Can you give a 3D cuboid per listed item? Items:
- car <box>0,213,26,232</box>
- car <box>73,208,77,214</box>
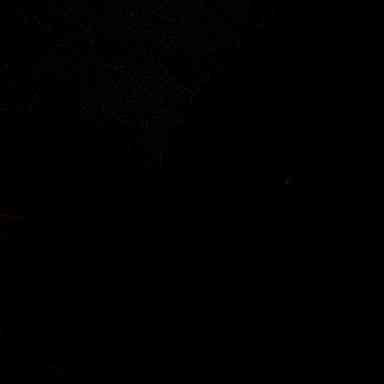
[{"bbox_3d":[-11.857,1.588,18.533,1.882,1.535,5.008,0,0,32],"label":"car"},{"bbox_3d":[-9.855,1.696,35.032,2.033,1.411,5.357,0,0,32],"label":"car"}]
